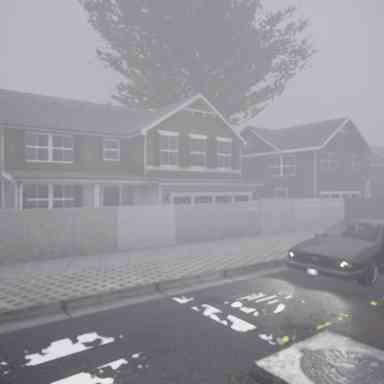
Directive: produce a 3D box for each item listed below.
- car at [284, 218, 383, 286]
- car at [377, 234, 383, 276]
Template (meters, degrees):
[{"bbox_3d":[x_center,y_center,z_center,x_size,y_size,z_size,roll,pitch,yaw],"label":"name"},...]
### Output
[{"bbox_3d":[4.989,1.483,9.419,5.357,1.411,2.033,0,1,-36],"label":"car"},{"bbox_3d":[6.131,1.505,6.723,5.357,1.411,2.033,0,1,-36],"label":"car"}]
